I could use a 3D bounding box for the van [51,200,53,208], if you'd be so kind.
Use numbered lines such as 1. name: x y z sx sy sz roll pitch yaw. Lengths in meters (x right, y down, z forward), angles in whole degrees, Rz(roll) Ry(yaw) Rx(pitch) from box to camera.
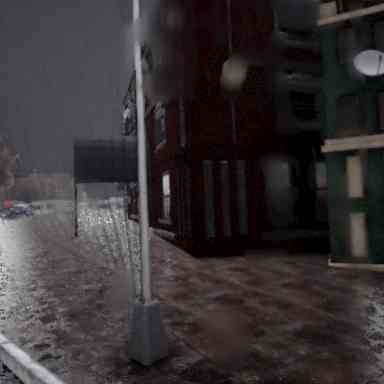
1. van: -36.853 3.072 80.531 4.442 1.987 1.878 -2 -1 -29

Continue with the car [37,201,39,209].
1. car: -34.935 3.067 68.941 4.792 1.488 2.163 -2 -1 -29

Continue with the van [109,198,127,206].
1. van: -20.431 2.695 92.106 4.442 1.987 1.878 -1 -2 -29

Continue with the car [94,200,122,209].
1. car: -15.956 2.313 63.067 4.674 1.452 2.002 -1 -1 -29

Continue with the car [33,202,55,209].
1. car: -37.196 3.360 83.498 4.892 1.521 2.231 -2 -1 -29

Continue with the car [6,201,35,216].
1. car: -19.908 2.006 38.699 1.812 1.442 4.674 -2 0 -19

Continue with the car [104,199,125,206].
1. car: -18.673 2.529 80.467 4.553 1.767 2.185 -1 -1 -29

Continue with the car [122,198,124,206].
1. car: -15.496 2.211 60.171 4.892 1.521 2.231 -1 -1 -29

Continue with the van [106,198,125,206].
1. van: -19.717 2.560 86.192 4.442 1.987 1.878 -1 -1 -29

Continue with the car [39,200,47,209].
1. car: -35.809 3.037 74.790 4.553 1.767 2.185 -2 -1 -29

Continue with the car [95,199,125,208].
1. car: -16.258 2.332 66.060 5.366 1.575 1.946 -1 -1 -29

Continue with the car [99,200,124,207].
1. car: -17.319 2.464 71.758 4.892 1.521 2.231 -1 -1 -29

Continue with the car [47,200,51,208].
1. car: -36.311 3.259 77.666 4.792 1.488 2.163 -2 -1 -29

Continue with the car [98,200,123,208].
1. car: -16.869 2.440 68.863 4.674 1.452 2.002 -1 -1 -29

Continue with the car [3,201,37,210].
1. car: -34.444 2.721 66.072 5.566 2.045 2.435 -2 -1 -29

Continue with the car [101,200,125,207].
1. car: -17.811 2.557 74.641 4.792 1.488 2.163 -1 -1 -29

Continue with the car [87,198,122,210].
1. car: -14.593 2.084 54.380 4.892 1.521 2.231 -1 -1 -29

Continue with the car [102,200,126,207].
1. car: -18.237 2.591 77.557 4.892 1.521 2.231 -1 -1 -29
